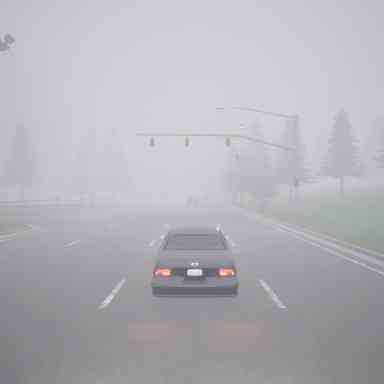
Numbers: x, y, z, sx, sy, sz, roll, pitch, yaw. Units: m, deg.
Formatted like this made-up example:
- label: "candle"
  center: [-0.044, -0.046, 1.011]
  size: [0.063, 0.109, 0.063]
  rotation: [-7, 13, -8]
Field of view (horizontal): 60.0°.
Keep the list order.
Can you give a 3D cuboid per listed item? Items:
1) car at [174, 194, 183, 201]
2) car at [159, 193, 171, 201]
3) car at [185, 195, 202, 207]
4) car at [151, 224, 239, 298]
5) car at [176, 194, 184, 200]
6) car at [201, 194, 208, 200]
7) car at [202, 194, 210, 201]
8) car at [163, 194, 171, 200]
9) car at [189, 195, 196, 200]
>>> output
- label: "car"
  center: [-3.423, 1.517, 83.816]
  size: [1.812, 1.442, 4.674]
  rotation: [0, 0, 0]
- label: "car"
  center: [-6.924, 1.217, 83.433]
  size: [2.150, 2.045, 5.566]
  rotation: [0, 0, 0]
- label: "car"
  center: [0.046, 1.352, 52.754]
  size: [2.097, 1.767, 4.553]
  rotation: [0, 0, 0]
- label: "car"
  center: [0.074, 1.547, 8.714]
  size: [2.033, 1.411, 5.357]
  rotation: [0, 0, 0]
- label: "car"
  center: [-3.414, 1.357, 93.820]
  size: [2.128, 1.511, 4.902]
  rotation: [0, 0, 0]
- label: "car"
  center: [3.586, 1.310, 93.813]
  size: [1.882, 1.535, 5.008]
  rotation: [0, 0, 0]
- label: "car"
  center: [3.576, 1.492, 83.393]
  size: [1.837, 1.490, 4.892]
  rotation: [0, 0, 0]
- label: "car"
  center: [-6.914, 1.385, 93.823]
  size: [1.994, 1.385, 4.181]
  rotation: [0, 0, 0]
- label: "car"
  center: [0.086, 1.540, 94.230]
  size: [2.033, 1.411, 5.357]
  rotation: [0, 0, 0]
